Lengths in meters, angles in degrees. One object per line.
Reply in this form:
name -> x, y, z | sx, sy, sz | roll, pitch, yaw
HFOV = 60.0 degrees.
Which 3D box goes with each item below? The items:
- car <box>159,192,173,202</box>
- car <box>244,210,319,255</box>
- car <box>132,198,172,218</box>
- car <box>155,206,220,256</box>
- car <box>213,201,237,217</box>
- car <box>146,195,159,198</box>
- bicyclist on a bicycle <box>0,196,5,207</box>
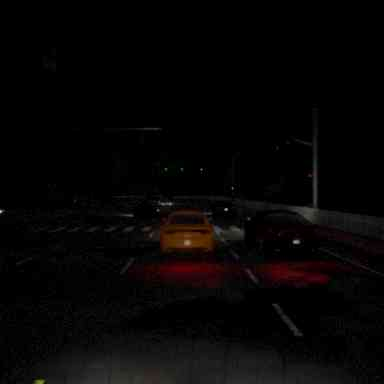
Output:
car -> -5.042, 1.118, 68.185 | 2.150, 2.045, 5.566 | 0, 0, -1
car -> 3.312, 1.440, 13.169 | 1.882, 1.535, 5.008 | 0, 0, -1
car -> -3.908, 1.544, 29.995 | 1.994, 1.385, 4.181 | 0, 0, -30
car -> -0.187, 1.454, 13.089 | 1.882, 1.535, 5.008 | 0, 0, -1
car -> 2.920, 1.501, 30.854 | 1.994, 1.385, 4.181 | 0, 0, -1
car -> -9.939, 1.423, 84.247 | 2.033, 1.411, 5.357 | 0, 0, -30
bicyclist on a bicycle -> -26.943, 1.374, 47.226 | 0.582, 1.620, 1.656 | 0, 0, -1
